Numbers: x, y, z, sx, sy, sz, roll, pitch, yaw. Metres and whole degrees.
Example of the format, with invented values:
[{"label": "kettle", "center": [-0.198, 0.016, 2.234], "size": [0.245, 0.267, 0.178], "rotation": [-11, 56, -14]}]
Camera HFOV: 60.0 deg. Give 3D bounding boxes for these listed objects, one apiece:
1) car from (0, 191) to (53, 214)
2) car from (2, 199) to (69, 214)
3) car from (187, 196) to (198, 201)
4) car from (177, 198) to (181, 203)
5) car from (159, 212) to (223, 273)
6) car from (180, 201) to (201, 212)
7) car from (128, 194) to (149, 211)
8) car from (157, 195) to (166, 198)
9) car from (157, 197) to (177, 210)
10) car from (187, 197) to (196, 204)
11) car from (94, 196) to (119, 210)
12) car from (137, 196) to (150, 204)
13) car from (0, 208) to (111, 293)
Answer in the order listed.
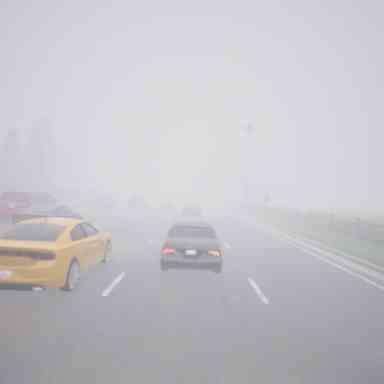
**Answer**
[{"label": "car", "center": [-10.510, 0.959, 22.042], "size": [2.150, 2.045, 5.566], "rotation": [3, 0, 0]}, {"label": "car", "center": [-7.018, 1.320, 16.643], "size": [1.882, 1.535, 5.008], "rotation": [3, -1, 0]}, {"label": "car", "center": [-0.189, 2.148, 71.656], "size": [1.882, 1.535, 5.008], "rotation": [3, -1, 0]}, {"label": "car", "center": [-3.719, 2.159, 83.702], "size": [1.812, 1.442, 4.674], "rotation": [3, -1, 0]}, {"label": "car", "center": [-0.024, 1.654, 11.223], "size": [2.033, 1.411, 5.357], "rotation": [3, -1, 0]}, {"label": "car", "center": [-0.050, 1.928, 34.241], "size": [1.895, 1.301, 4.718], "rotation": [3, -1, 0]}, {"label": "car", "center": [-7.038, 1.326, 44.058], "size": [2.150, 2.045, 5.566], "rotation": [3, -1, 0]}, {"label": "car", "center": [-7.183, 1.671, 80.433], "size": [2.150, 2.045, 5.566], "rotation": [3, -1, 0]}, {"label": "car", "center": [-3.562, 1.859, 47.521], "size": [1.994, 1.385, 4.181], "rotation": [3, -1, 0]}, {"label": "car", "center": [-0.202, 2.136, 82.102], "size": [2.128, 1.511, 4.902], "rotation": [3, -1, 0]}, {"label": "car", "center": [-10.539, 1.273, 41.374], "size": [2.097, 1.767, 4.553], "rotation": [3, -1, 0]}, {"label": "car", "center": [-10.684, 1.750, 74.147], "size": [2.128, 1.511, 4.902], "rotation": [3, -1, 0]}, {"label": "car", "center": [-3.512, 1.403, 8.733], "size": [1.882, 1.535, 5.008], "rotation": [3, 0, 0]}]
